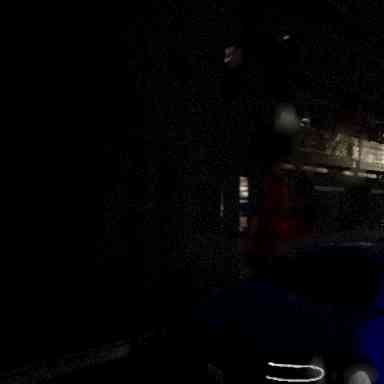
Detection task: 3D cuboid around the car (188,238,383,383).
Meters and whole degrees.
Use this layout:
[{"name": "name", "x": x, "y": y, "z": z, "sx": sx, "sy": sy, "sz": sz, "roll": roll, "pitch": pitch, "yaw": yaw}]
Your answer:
[{"name": "car", "x": 2.259, "y": 1.484, "z": 4.683, "sx": 5.008, "sy": 1.535, "sz": 1.882, "roll": 0, "pitch": 0, "yaw": -36}]
